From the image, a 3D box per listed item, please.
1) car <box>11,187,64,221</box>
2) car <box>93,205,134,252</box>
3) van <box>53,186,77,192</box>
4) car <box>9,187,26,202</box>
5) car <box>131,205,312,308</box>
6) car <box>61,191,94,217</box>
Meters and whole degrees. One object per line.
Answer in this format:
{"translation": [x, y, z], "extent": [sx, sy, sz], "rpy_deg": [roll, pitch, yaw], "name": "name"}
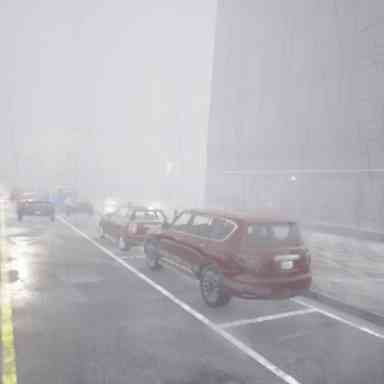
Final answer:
{"translation": [-9.057, 0.759, 19.201], "extent": [2.128, 1.511, 4.902], "rpy_deg": [4, 0, -29], "name": "car"}
{"translation": [-2.275, 1.212, 12.986], "extent": [1.967, 1.590, 4.097], "rpy_deg": [3, 1, -30], "name": "car"}
{"translation": [-10.673, 0.445, 27.687], "extent": [1.690, 1.788, 3.998], "rpy_deg": [3, 1, -30], "name": "van"}
{"translation": [-16.801, 0.208, 32.729], "extent": [1.994, 1.385, 4.181], "rpy_deg": [4, 0, -29], "name": "car"}
{"translation": [0.535, 1.308, 8.085], "extent": [2.192, 1.841, 5.009], "rpy_deg": [3, 1, -30], "name": "car"}
{"translation": [-7.887, 0.909, 22.788], "extent": [1.802, 1.307, 4.206], "rpy_deg": [3, 1, -30], "name": "car"}
